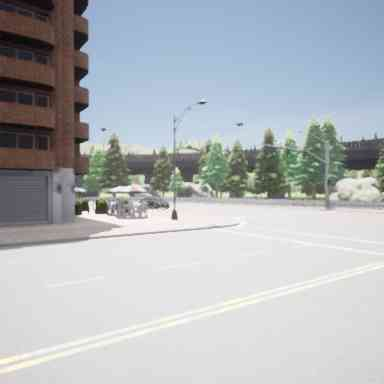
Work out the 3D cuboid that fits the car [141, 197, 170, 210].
[{"bbox_3d":[-4.533,1.357,40.678,1.837,1.490,4.892,0,0,-37],"label":"car"}]
